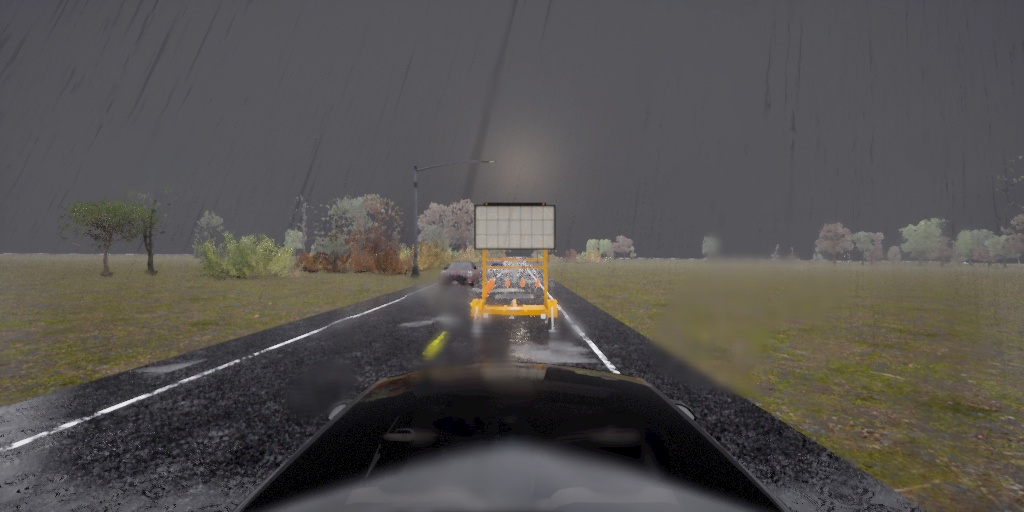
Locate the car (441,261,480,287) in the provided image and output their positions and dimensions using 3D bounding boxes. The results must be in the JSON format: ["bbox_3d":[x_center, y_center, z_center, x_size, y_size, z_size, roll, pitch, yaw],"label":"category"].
[{"bbox_3d":[-3.388,1.111,24.247,2.097,1.767,4.553,0,0,1],"label":"car"}]

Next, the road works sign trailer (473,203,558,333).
[{"bbox_3d":[0.087,0.217,10.749,2.380,3.560,2.880,0,0,0],"label":"road works sign trailer"}]
